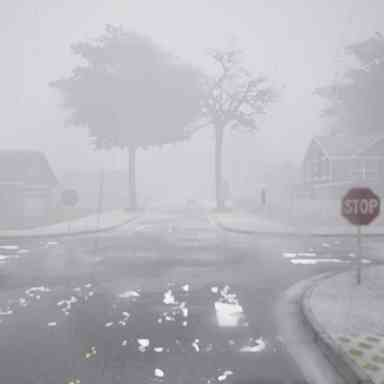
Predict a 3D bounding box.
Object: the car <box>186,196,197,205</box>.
[{"bbox_3d":[-0.112,1.460,56.843,1.812,1.442,4.674,0,0,0],"label":"car"}]
